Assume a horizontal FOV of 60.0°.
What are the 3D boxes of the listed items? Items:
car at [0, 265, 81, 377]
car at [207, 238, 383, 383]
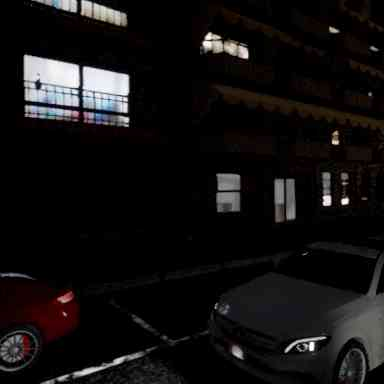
[{"bbox_3d":[-3.537,1.595,3.997,4.206,1.307,1.802,-1,-1,-36],"label":"car"},{"bbox_3d":[2.383,1.495,5.083,4.674,1.442,1.812,0,0,-36],"label":"car"}]
